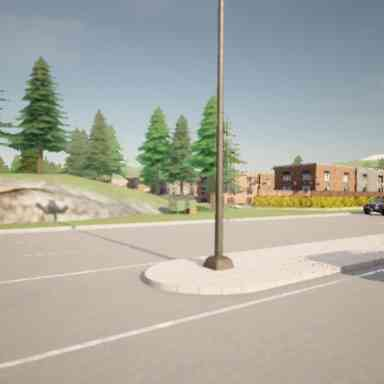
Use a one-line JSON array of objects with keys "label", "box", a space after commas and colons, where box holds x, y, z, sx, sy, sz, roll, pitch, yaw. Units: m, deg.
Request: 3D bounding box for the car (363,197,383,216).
[{"label": "car", "box": [21.424, 1.571, 37.038, 5.566, 2.045, 2.150, 1, 0, -34]}]
